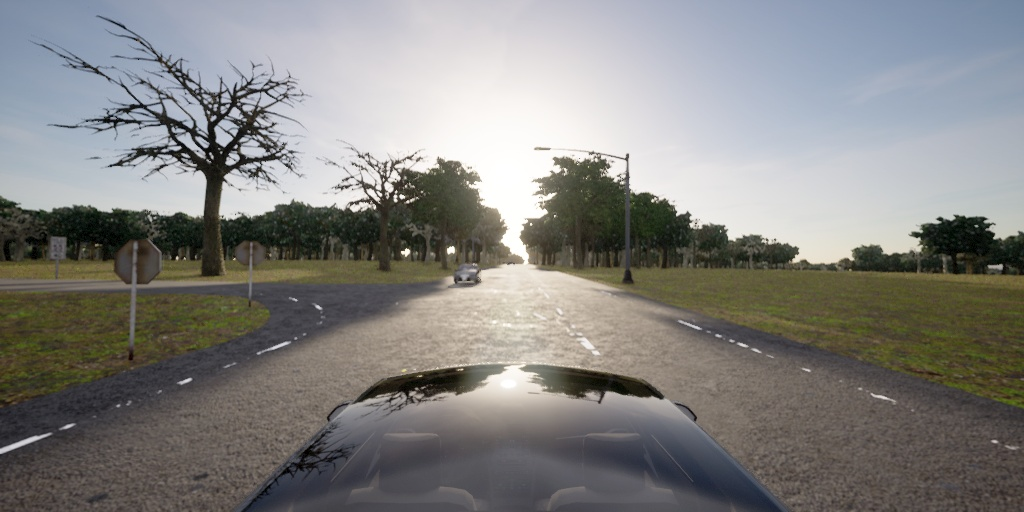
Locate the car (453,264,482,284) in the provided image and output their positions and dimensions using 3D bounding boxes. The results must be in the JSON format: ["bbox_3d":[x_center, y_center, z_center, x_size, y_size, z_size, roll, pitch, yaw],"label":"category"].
[{"bbox_3d":[-3.467,1.391,28.621,2.128,1.511,4.902,0,-1,0],"label":"car"}]
